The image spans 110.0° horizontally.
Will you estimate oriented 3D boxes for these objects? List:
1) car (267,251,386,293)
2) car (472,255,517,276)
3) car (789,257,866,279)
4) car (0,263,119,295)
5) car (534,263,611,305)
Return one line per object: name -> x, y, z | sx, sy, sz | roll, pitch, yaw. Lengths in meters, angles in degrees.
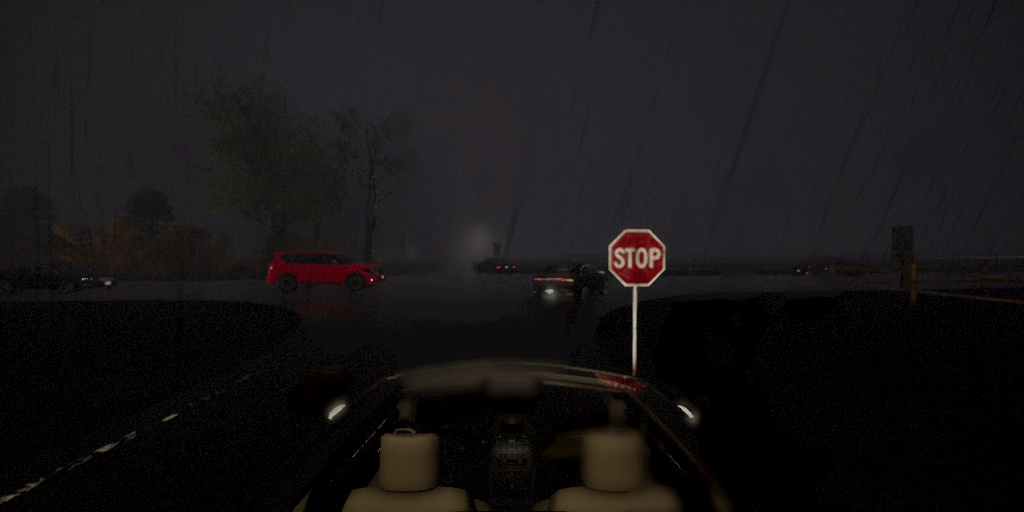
car -> -9.530, 0.752, 18.660 | 5.566, 2.045, 2.150 | 0, 1, -2
car -> -1.434, 0.863, 29.671 | 2.033, 1.411, 5.357 | -1, 1, -24
car -> 21.180, 0.785, 24.154 | 4.181, 1.385, 1.994 | 0, 1, -4
car -> -23.036, 1.114, 18.223 | 4.902, 1.511, 2.128 | 0, 1, -1
car -> 2.636, 1.020, 14.851 | 2.128, 1.511, 4.902 | 0, 1, 31
